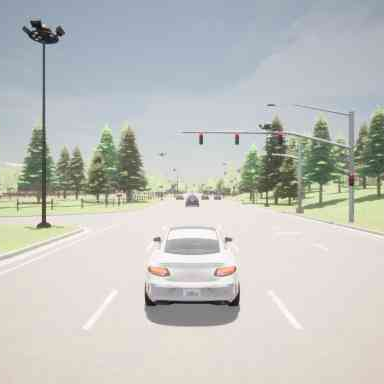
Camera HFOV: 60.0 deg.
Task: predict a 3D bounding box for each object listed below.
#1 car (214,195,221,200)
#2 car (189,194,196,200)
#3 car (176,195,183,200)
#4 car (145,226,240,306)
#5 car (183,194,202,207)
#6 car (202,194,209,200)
[{"bbox_3d":[7.125,1.525,93.224,2.128,1.511,4.902,0,0,0],"label":"car"},{"bbox_3d":[0.125,1.355,93.204,2.097,1.767,4.553,0,0,0],"label":"car"},{"bbox_3d":[-3.375,1.552,93.205,1.994,1.385,4.181,0,0,0],"label":"car"},{"bbox_3d":[0.017,1.526,7.884,1.812,1.442,4.674,0,0,0],"label":"car"},{"bbox_3d":[0.070,1.352,51.757,2.097,1.767,4.553,0,0,0],"label":"car"},{"bbox_3d":[3.625,1.355,93.199,2.097,1.767,4.553,0,0,0],"label":"car"}]
